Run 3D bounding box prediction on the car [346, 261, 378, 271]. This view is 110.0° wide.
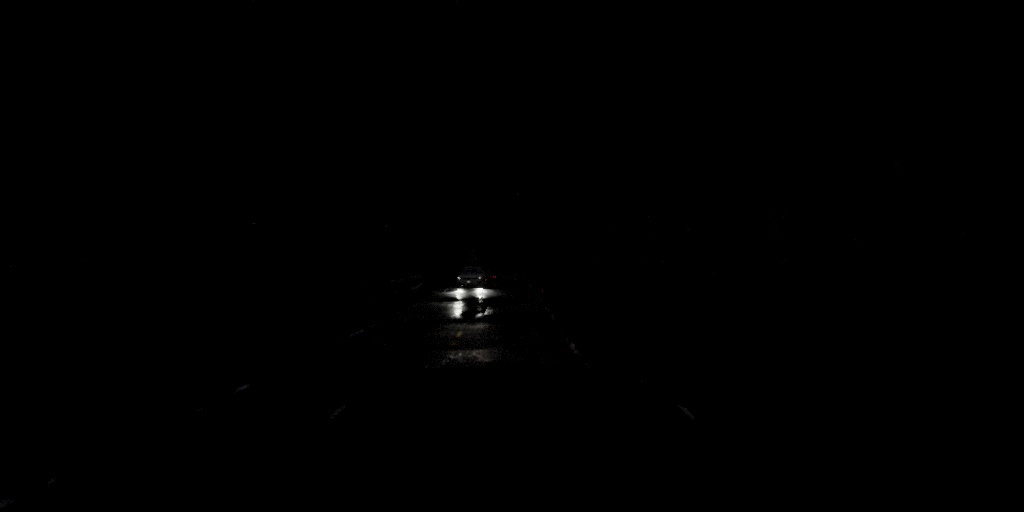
[{"bbox_3d":[-23.836,1.486,57.051,4.892,1.490,1.837,0,0,-1],"label":"car"}]

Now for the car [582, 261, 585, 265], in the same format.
[{"bbox_3d":[13.435,1.166,59.338,5.566,2.045,2.150,0,0,-6],"label":"car"}]

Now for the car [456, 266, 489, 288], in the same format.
[{"bbox_3d":[-2.853,1.439,25.941,1.812,1.442,4.674,0,0,0],"label":"car"}]
